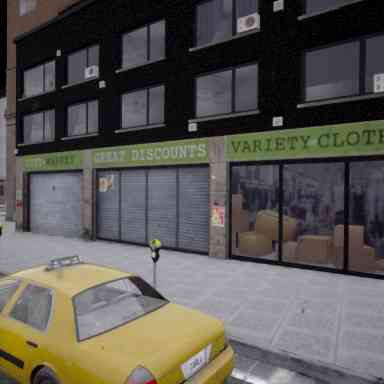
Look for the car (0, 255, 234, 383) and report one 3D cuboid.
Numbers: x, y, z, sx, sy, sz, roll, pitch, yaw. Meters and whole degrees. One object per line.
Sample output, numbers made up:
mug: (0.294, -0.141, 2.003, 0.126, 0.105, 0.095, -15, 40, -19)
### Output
car: (-1.836, 1.524, 4.401, 4.829, 1.417, 1.752, 0, 1, 36)
